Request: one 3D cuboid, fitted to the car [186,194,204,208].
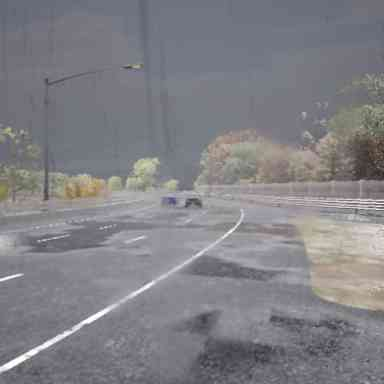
[{"bbox_3d":[0.297,1.059,39.405,1.837,1.490,4.892,1,1,4],"label":"car"}]

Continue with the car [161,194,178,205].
[{"bbox_3d":[-2.960,0.949,44.394,1.882,1.535,5.008,1,0,1],"label":"car"}]
